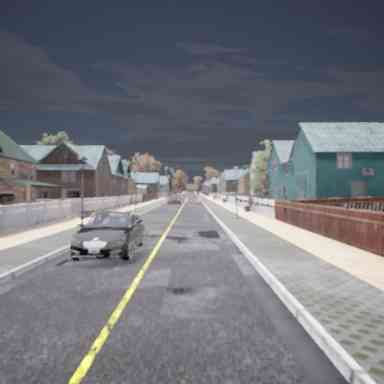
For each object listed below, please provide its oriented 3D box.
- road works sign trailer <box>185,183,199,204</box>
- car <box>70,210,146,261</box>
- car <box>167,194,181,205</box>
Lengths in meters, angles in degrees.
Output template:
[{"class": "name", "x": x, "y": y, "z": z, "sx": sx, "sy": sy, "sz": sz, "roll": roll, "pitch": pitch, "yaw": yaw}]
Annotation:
[{"class": "road works sign trailer", "x": -0.011, "y": 0.225, "z": 56.655, "sx": 2.380, "sy": 3.560, "sz": 2.880, "roll": 0, "pitch": 0, "yaw": 0}, {"class": "car", "x": -2.852, "y": 1.445, "z": 12.136, "sx": 2.128, "sy": 1.511, "sz": 4.902, "roll": 0, "pitch": 0, "yaw": 0}, {"class": "car", "x": -2.829, "y": 1.130, "z": 52.922, "sx": 2.097, "sy": 1.767, "sz": 4.553, "roll": 0, "pitch": 0, "yaw": 0}]
